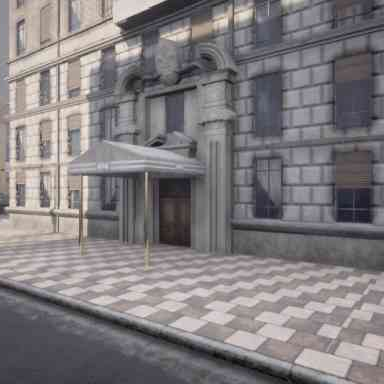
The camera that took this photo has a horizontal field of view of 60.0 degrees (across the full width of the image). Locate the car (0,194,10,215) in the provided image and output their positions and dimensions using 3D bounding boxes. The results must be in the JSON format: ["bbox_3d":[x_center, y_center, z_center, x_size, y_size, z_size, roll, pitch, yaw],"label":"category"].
[{"bbox_3d":[-18.307,1.221,34.409,2.150,2.045,5.566,0,0,35],"label":"car"}]
